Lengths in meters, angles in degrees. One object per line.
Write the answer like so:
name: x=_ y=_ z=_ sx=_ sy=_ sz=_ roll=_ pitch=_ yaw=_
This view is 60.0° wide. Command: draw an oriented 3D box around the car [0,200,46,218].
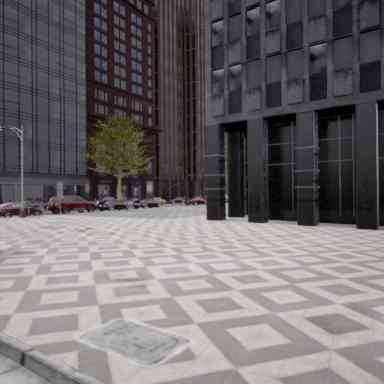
car: x=-15.366 y=1.576 z=29.300 sx=1.802 sy=1.307 sz=4.206 roll=-1 pitch=0 yaw=35

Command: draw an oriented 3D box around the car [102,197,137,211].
car: x=-8.972 y=1.524 z=38.590 sx=1.947 sy=1.339 sz=4.313 roll=-1 pitch=0 yaw=35

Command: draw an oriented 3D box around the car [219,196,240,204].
car: x=7.013 y=1.463 z=61.813 sx=1.947 sy=1.339 sz=4.313 roll=-1 pitch=0 yaw=35

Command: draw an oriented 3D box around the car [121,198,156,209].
car: x=-7.267 y=1.571 z=45.599 sx=1.895 sy=1.301 sz=4.718 roll=-1 pitch=0 yaw=35

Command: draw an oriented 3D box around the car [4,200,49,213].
car: x=-19.189 y=1.642 z=38.781 sx=1.947 sy=1.339 sz=4.313 roll=-1 pitch=0 yaw=35

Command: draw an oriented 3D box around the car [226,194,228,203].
car: x=3.814 y=1.222 z=57.170 sx=2.192 sy=1.841 sz=5.009 roll=-1 pitch=0 yaw=35

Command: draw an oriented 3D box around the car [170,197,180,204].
car: x=-3.202 y=1.574 z=62.008 sx=1.947 sy=1.339 sz=4.313 roll=-1 pitch=0 yaw=35

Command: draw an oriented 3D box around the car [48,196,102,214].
car: x=-12.171 y=1.290 z=33.946 sx=2.192 sy=1.841 sz=5.009 roll=-1 pitch=0 yaw=35

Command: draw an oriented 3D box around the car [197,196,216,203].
car: x=3.193 y=1.534 z=71.299 sx=1.887 sy=1.381 sz=4.507 roll=-1 pitch=0 yaw=35

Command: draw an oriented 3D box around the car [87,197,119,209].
car: x=-12.796 y=1.484 z=48.072 sx=1.967 sy=1.590 sz=4.097 roll=-1 pitch=0 yaw=35

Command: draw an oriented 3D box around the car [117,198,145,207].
car: x=-9.596 y=1.613 z=52.717 sx=1.802 sy=1.307 sz=4.206 roll=-1 pitch=0 yaw=35

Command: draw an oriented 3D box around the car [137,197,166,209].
car: x=-5.775 y=1.509 z=43.234 sx=1.947 sy=1.339 sz=4.313 roll=-1 pitch=0 yaw=35

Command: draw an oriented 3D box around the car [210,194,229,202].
car: x=6.389 y=1.296 z=75.945 sx=2.192 sy=1.841 sz=5.009 roll=-1 pitch=0 yaw=35

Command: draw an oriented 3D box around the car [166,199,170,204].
car: x=-6.496 y=1.544 z=57.222 sx=1.752 sy=1.417 sz=4.829 roll=-1 pitch=0 yaw=35

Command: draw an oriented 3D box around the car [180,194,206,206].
car: x=0.619 y=1.462 z=52.524 sx=1.887 sy=1.381 sz=4.507 roll=-1 pitch=0 yaw=35

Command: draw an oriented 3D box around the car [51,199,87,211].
car: x=-15.991 y=1.642 z=43.426 sx=1.802 sy=1.307 sz=4.206 roll=-1 pitch=0 yaw=35
